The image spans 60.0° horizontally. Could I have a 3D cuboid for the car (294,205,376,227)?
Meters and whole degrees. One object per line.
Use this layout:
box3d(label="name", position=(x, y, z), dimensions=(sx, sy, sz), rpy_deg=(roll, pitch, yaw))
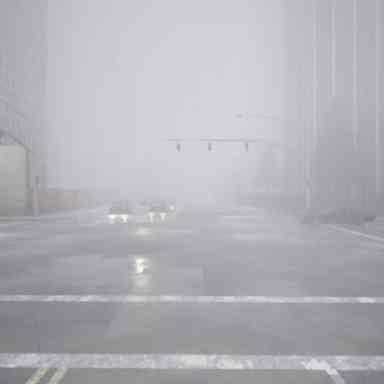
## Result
box3d(label="car", position=(9.162, 1.539, 21.665), dimensions=(4.718, 1.301, 1.895), rpy_deg=(-1, 0, 0))

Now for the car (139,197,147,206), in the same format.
box3d(label="car", position=(-7.139, 1.473, 52.728), dimensions=(1.812, 1.442, 4.674), rpy_deg=(0, 0, 0))

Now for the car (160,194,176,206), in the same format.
box3d(label="car", position=(-3.635, 1.440, 53.288), dimensions=(2.128, 1.511, 4.902), rpy_deg=(0, 0, 0))

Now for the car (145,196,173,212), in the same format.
box3d(label="car", position=(-3.652, 1.510, 37.579), dimensions=(2.033, 1.411, 5.357), rpy_deg=(0, 0, 0))

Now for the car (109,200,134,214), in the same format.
box3d(label="car", position=(-7.153, 1.529, 34.147), dimensions=(1.994, 1.385, 4.181), rpy_deg=(0, 0, -1))
